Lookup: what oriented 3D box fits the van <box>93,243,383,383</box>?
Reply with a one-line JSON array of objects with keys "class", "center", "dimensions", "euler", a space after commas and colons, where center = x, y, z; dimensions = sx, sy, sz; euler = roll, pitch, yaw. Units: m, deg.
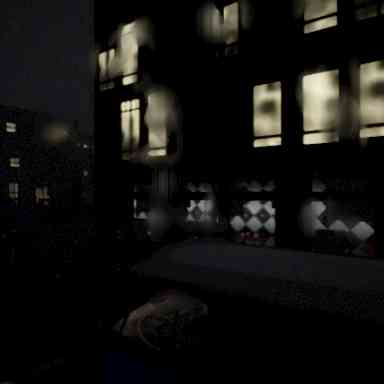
[{"class": "van", "center": [1.098, 1.341, 2.057], "dimensions": [3.998, 1.788, 1.690], "euler": [0, 0, 35]}]

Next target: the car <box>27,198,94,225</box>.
[{"class": "car", "center": [-8.797, 1.344, 24.168], "dimensions": [2.192, 1.841, 5.009], "euler": [-1, -1, 35]}]

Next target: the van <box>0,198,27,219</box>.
[{"class": "van", "center": [-15.634, 1.405, 29.013], "dimensions": [1.690, 1.788, 3.998], "euler": [-1, 0, 35]}]

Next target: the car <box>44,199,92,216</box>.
[{"class": "car", "center": [-12.438, 1.523, 33.518], "dimensions": [1.967, 1.590, 4.097], "euler": [-1, -1, 35]}]
